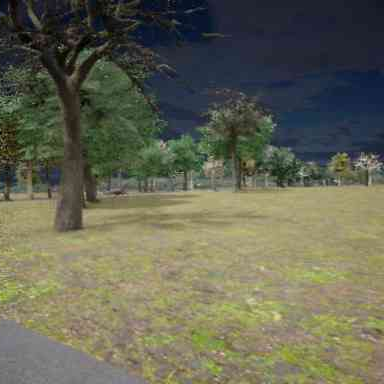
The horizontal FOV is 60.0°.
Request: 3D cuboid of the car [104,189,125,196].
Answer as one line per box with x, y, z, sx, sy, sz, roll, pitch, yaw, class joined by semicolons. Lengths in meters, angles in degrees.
-17.029;0.039;73.237;1.882;1.535;5.008;-2;1;38;car
